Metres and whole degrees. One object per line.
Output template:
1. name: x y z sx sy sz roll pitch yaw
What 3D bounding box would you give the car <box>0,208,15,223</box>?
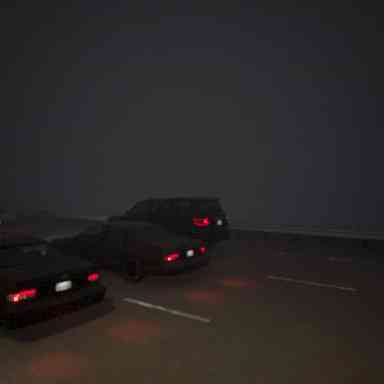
1. car: -14.086 1.674 22.591 4.718 1.301 1.895 0 0 36

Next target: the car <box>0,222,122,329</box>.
1. car: -4.101 1.569 6.847 5.357 1.411 2.033 0 0 36

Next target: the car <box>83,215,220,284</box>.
1. car: -2.080 1.569 9.703 5.357 1.411 2.033 0 0 36

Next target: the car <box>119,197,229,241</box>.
1. car: -1.194 1.239 13.387 5.566 2.045 2.150 -2 -1 36
